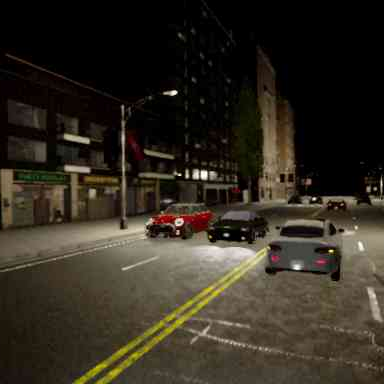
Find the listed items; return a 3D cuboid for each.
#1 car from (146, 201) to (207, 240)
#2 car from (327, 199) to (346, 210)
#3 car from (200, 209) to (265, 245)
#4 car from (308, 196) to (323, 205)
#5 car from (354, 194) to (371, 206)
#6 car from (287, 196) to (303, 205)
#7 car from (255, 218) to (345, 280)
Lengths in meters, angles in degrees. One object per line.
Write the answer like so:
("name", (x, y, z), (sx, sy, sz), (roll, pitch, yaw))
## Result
("car", (-0.504, 1.390, 17.283), (2.097, 1.767, 4.553), (-1, 0, 25))
("car", (16.666, 1.403, 38.258), (1.895, 1.301, 4.718), (-1, 0, 25))
("car", (2.241, 1.556, 15.475), (1.994, 1.385, 4.181), (-1, 0, 25))
("car", (19.738, 1.322, 52.889), (2.033, 1.411, 5.357), (-1, 0, 26))
("car", (24.955, 1.194, 48.391), (1.837, 1.490, 4.892), (-1, 1, 25))
("car", (16.785, 1.348, 54.264), (1.812, 1.442, 4.674), (-1, 0, 25))
("car", (3.421, 1.490, 9.845), (1.812, 1.442, 4.674), (-1, 0, 25))
